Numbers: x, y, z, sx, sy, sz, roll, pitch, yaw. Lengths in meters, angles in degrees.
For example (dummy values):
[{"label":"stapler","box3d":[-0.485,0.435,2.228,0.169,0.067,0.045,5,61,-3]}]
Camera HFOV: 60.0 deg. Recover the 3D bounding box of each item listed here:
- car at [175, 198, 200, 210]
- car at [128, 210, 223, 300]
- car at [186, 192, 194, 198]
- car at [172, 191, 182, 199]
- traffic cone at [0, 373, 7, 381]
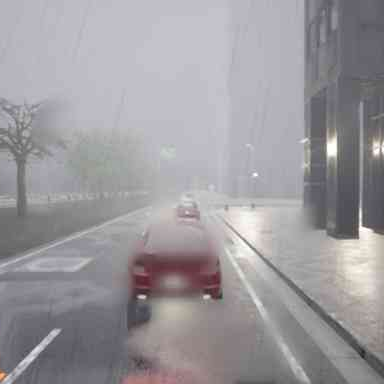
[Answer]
[{"label":"car","box3d":[-0.354,1.438,26.075,1.994,1.385,4.181,0,0,0]},{"label":"car","box3d":[-0.329,1.446,8.385,1.882,1.535,5.008,0,0,0]},{"label":"car","box3d":[-0.539,0.880,83.910,2.128,1.511,4.902,0,1,0]},{"label":"car","box3d":[-4.039,0.897,83.905,2.033,1.411,5.357,0,1,0]},{"label":"traffic cone","box3d":[-2.435,1.943,3.902,0.340,0.580,0.340,0,0,0]}]
